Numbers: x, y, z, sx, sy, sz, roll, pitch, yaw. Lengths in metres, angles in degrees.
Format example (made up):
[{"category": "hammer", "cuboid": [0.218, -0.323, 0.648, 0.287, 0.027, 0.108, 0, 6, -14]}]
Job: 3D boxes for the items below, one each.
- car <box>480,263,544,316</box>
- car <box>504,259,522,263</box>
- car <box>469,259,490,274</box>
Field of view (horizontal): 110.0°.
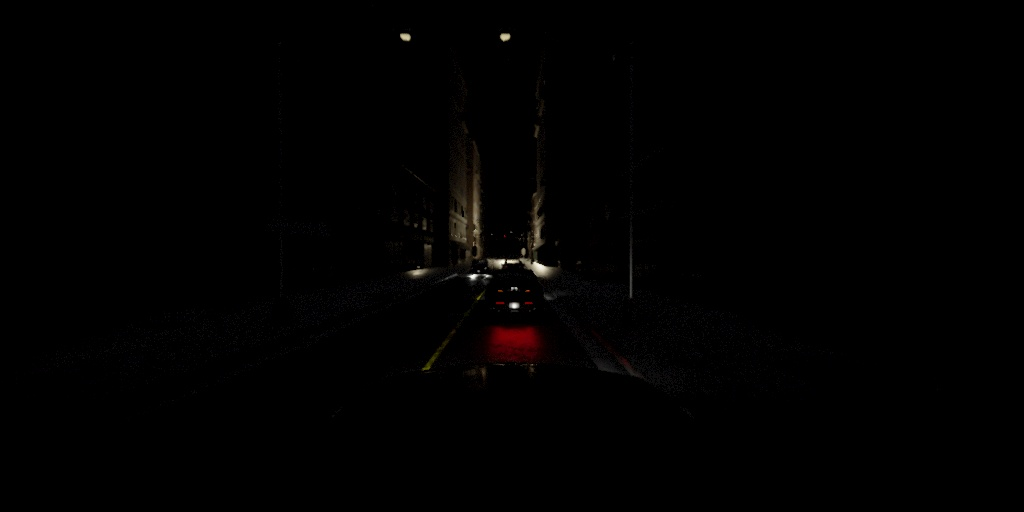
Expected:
[{"category": "car", "cuboid": [0.080, 1.168, 12.831, 1.837, 1.490, 4.892, 0, 1, 0]}, {"category": "car", "cuboid": [0.091, 1.017, 30.001, 2.128, 1.511, 4.902, 0, 0, 0]}, {"category": "car", "cuboid": [-3.095, 1.022, 36.006, 2.033, 1.411, 5.357, 0, 0, 0]}]
